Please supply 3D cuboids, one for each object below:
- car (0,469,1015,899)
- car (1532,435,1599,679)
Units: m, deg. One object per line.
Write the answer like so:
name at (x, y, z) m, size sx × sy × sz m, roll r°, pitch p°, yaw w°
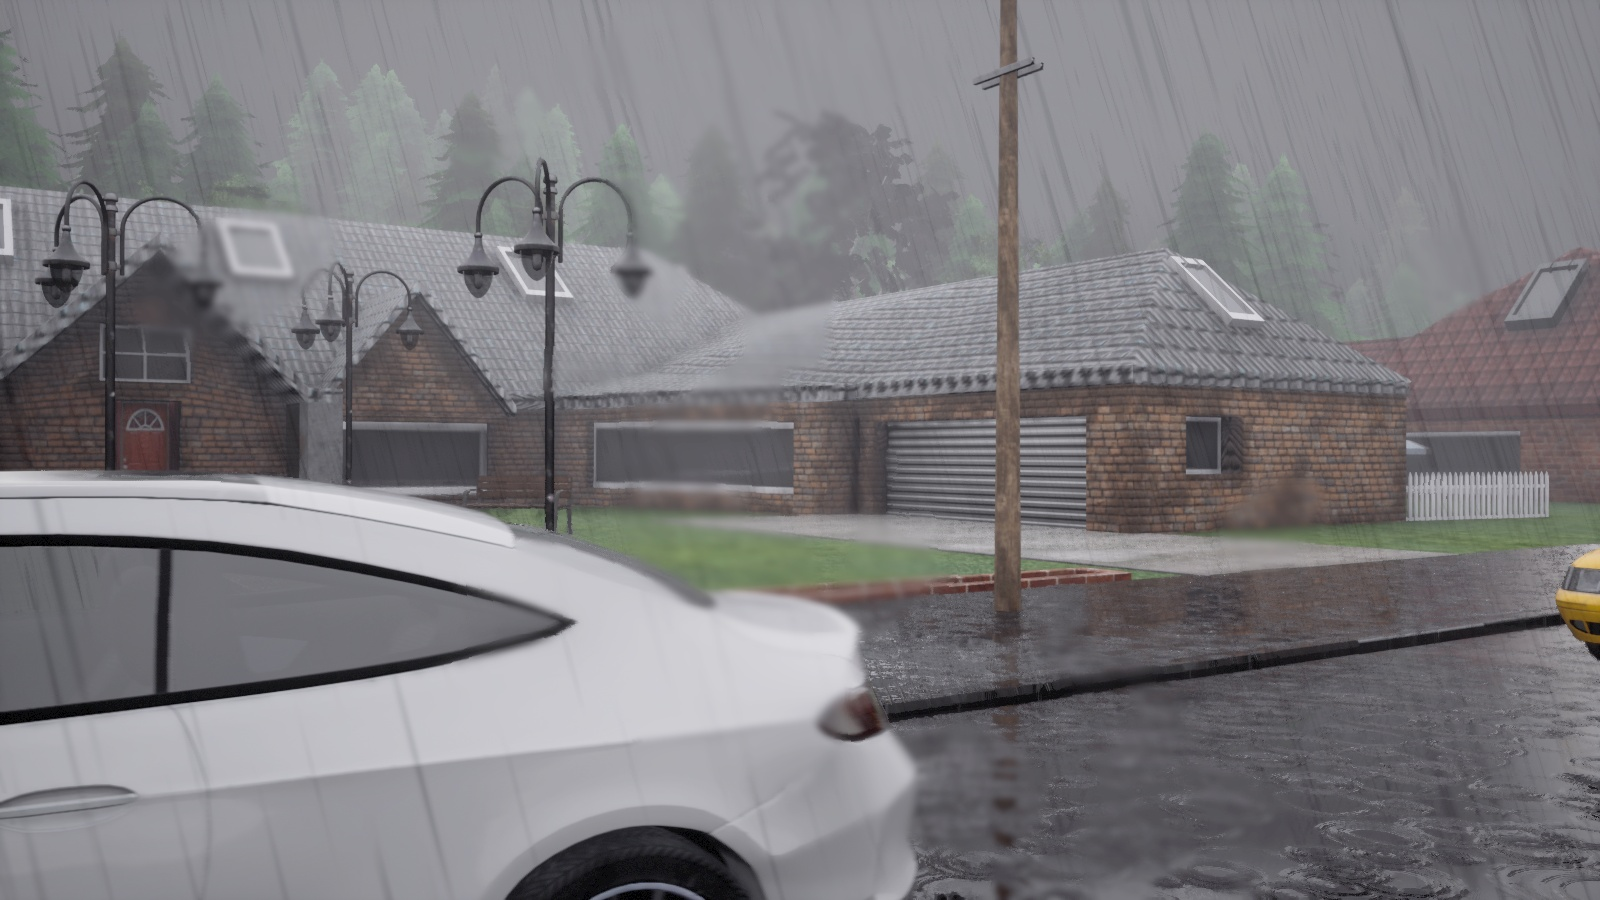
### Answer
car at (-1.946, 0.781, 2.694) m, size 4.674 × 1.442 × 1.812 m, roll 0°, pitch 0°, yaw -30°
car at (7.715, 0.689, 9.072) m, size 5.366 × 1.575 × 1.801 m, roll 0°, pitch 0°, yaw -31°
